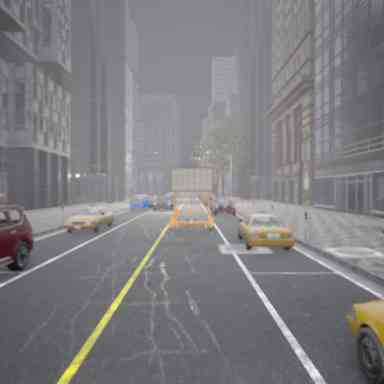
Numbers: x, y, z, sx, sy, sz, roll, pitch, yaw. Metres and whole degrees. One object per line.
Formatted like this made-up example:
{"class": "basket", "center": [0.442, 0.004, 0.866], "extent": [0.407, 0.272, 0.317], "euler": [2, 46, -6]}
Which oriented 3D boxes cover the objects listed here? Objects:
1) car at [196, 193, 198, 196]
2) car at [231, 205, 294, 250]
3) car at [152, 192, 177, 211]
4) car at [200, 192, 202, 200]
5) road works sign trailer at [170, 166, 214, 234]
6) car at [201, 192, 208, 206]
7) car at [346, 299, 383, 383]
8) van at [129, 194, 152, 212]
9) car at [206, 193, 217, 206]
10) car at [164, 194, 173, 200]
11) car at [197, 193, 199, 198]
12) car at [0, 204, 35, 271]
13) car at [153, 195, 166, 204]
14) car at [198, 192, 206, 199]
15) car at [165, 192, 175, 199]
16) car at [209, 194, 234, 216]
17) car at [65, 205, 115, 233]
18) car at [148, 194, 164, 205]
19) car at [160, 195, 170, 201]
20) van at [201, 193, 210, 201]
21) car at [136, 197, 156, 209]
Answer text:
{"class": "car", "center": [2.809, 1.222, 86.890], "extent": [1.947, 1.339, 4.313], "euler": [0, 0, 0]}
{"class": "car", "center": [2.858, 1.450, 13.781], "extent": [1.752, 1.417, 4.829], "euler": [0, 1, 1]}
{"class": "car", "center": [-3.110, 1.160, 36.593], "extent": [2.097, 1.767, 4.553], "euler": [0, 0, 0]}
{"class": "car", "center": [2.829, 1.064, 53.053], "extent": [2.192, 1.841, 5.009], "euler": [0, 0, 0]}
{"class": "road works sign trailer", "center": [-0.011, 0.363, 18.431], "extent": [2.380, 3.560, 2.880], "euler": [0, 0, 0]}
{"class": "car", "center": [2.832, 1.082, 47.415], "extent": [2.192, 1.841, 5.009], "euler": [0, 0, 0]}
{"class": "car", "center": [2.858, 1.512, 2.469], "extent": [1.752, 1.417, 4.829], "euler": [0, 0, 0]}
{"class": "van", "center": [-5.686, 1.151, 36.146], "extent": [1.690, 1.788, 3.998], "euler": [0, 0, 0]}
{"class": "car", "center": [2.839, 1.251, 36.135], "extent": [1.967, 1.590, 4.097], "euler": [0, 0, 0]}
{"class": "car", "center": [-5.713, 1.190, 81.088], "extent": [1.752, 1.417, 4.829], "euler": [0, 0, 0]}
{"class": "car", "center": [2.812, 1.247, 81.253], "extent": [1.802, 1.307, 4.206], "euler": [0, 0, 0]}
{"class": "car", "center": [-5.671, 1.273, 7.953], "extent": [2.192, 1.841, 5.009], "euler": [0, 0, 0]}
{"class": "car", "center": [-5.700, 1.276, 58.702], "extent": [1.887, 1.381, 4.507], "euler": [0, 0, 0]}
{"class": "car", "center": [2.806, 0.965, 92.530], "extent": [2.192, 1.841, 5.009], "euler": [0, 0, 0]}
{"class": "car", "center": [-5.717, 0.971, 86.895], "extent": [2.192, 1.841, 5.009], "euler": [0, 0, 0]}
{"class": "car", "center": [2.842, 1.276, 30.497], "extent": [1.967, 1.590, 4.097], "euler": [0, 0, 0]}
{"class": "car", "center": [-5.678, 1.422, 19.022], "extent": [1.752, 1.417, 4.829], "euler": [0, 1, 1]}
{"class": "car", "center": [-5.697, 1.189, 53.063], "extent": [1.967, 1.590, 4.097], "euler": [0, 0, 0]}
{"class": "car", "center": [-5.706, 1.277, 69.981], "extent": [1.802, 1.307, 4.206], "euler": [0, 0, 0]}
{"class": "van", "center": [2.820, 1.036, 69.972], "extent": [1.690, 1.788, 3.998], "euler": [0, 0, 0]}
{"class": "car", "center": [-5.690, 1.353, 41.785], "extent": [1.947, 1.339, 4.313], "euler": [0, 0, 0]}
